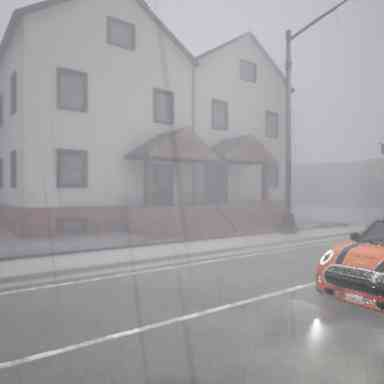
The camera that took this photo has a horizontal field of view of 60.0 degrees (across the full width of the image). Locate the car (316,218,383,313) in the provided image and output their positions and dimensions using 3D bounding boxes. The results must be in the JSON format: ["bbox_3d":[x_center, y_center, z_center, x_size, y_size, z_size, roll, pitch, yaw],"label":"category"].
[{"bbox_3d":[4.801,1.356,7.376,4.553,1.767,2.097,0,0,-35],"label":"car"}]
